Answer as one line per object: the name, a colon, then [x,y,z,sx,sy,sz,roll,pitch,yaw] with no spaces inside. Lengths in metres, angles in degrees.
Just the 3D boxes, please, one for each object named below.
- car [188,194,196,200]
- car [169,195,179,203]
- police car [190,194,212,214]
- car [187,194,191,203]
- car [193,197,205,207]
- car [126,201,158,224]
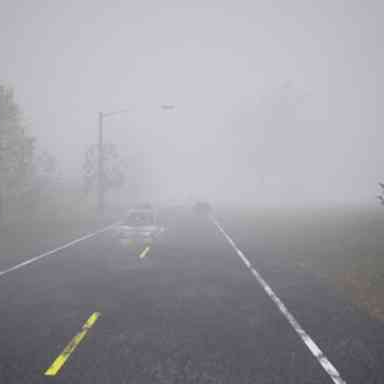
car: [0.012,1.235,86.276,1.994,1.385,4.181,0,0,0]
car: [-3.500,1.417,65.390,1.837,1.490,4.892,0,1,0]
police car: [1.054,1.380,35.013,1.930,1.638,5.238,0,0,0]
car: [0.010,1.317,68.361,1.882,1.535,5.008,0,0,0]
car: [1.057,1.448,50.905,1.812,1.442,4.674,0,0,0]
car: [-3.596,1.479,24.458,1.837,1.490,4.892,0,0,0]
